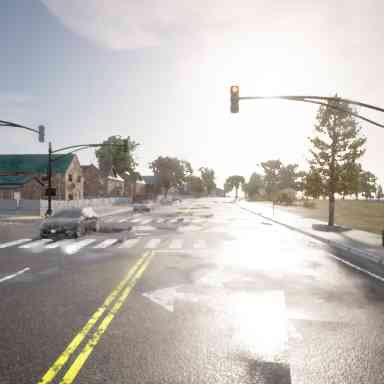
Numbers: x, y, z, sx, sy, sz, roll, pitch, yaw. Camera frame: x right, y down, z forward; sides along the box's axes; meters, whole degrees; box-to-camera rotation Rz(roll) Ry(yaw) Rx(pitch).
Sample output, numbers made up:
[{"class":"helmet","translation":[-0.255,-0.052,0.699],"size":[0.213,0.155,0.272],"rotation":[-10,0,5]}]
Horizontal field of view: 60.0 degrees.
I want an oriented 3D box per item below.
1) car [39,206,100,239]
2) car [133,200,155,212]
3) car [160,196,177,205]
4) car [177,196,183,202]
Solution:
[{"class":"car","translation":[-6.317,1.555,17.672],"size":[1.837,1.490,4.892],"rotation":[0,0,1]},{"class":"car","translation":[-5.653,1.656,39.174],"size":[1.895,1.301,4.718],"rotation":[0,0,2]},{"class":"car","translation":[-4.559,1.608,59.346],"size":[2.128,1.511,4.902],"rotation":[0,0,4]},{"class":"car","translation":[-3.334,1.587,75.955],"size":[1.812,1.442,4.674],"rotation":[0,0,5]}]
